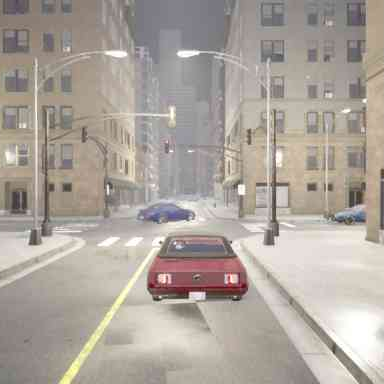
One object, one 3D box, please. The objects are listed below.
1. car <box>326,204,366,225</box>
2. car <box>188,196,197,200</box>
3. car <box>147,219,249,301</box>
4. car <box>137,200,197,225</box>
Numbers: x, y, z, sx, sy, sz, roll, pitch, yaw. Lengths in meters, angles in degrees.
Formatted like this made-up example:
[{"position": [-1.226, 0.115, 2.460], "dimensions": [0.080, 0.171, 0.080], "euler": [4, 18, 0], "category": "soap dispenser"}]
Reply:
[{"position": [12.198, 1.512, 22.852], "dimensions": [5.357, 1.411, 2.033], "euler": [0, 0, 3], "category": "car"}, {"position": [0.098, 1.567, 75.174], "dimensions": [1.895, 1.301, 4.718], "euler": [0, 0, 0], "category": "car"}, {"position": [0.093, 1.601, 8.261], "dimensions": [1.895, 1.301, 4.718], "euler": [0, 0, 0], "category": "car"}, {"position": [-1.792, 1.525, 23.822], "dimensions": [1.812, 1.442, 4.674], "euler": [1, 1, 42], "category": "car"}]
